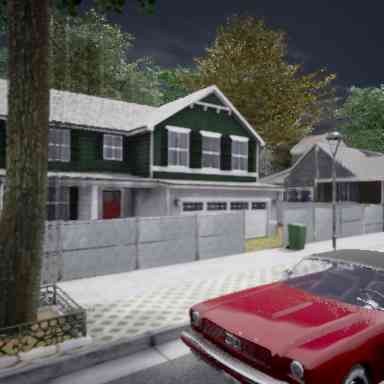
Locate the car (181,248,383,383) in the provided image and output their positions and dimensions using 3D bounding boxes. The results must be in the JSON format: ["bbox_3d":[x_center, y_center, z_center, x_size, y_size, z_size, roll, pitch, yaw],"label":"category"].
[{"bbox_3d":[2.213,1.578,4.644,4.718,1.301,1.895,0,0,-35],"label":"car"}]
